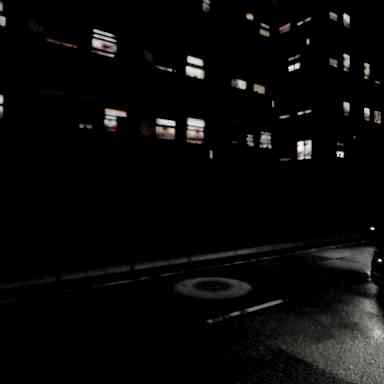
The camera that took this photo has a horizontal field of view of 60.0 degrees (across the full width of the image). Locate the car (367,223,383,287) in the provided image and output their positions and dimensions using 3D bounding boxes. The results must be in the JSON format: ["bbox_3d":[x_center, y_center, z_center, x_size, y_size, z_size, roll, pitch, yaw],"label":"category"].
[{"bbox_3d":[6.266,1.498,8.153,4.902,1.511,2.128,0,0,-35],"label":"car"}]
